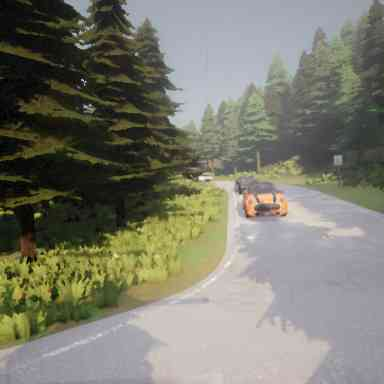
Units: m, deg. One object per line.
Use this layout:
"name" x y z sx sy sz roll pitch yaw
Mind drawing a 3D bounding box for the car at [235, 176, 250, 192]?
"car" 5.023 -0.692 30.473 2.128 1.511 4.902 -3 5 2

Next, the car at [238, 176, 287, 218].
"car" 3.915 0.281 18.533 2.097 1.767 4.553 -3 5 6
